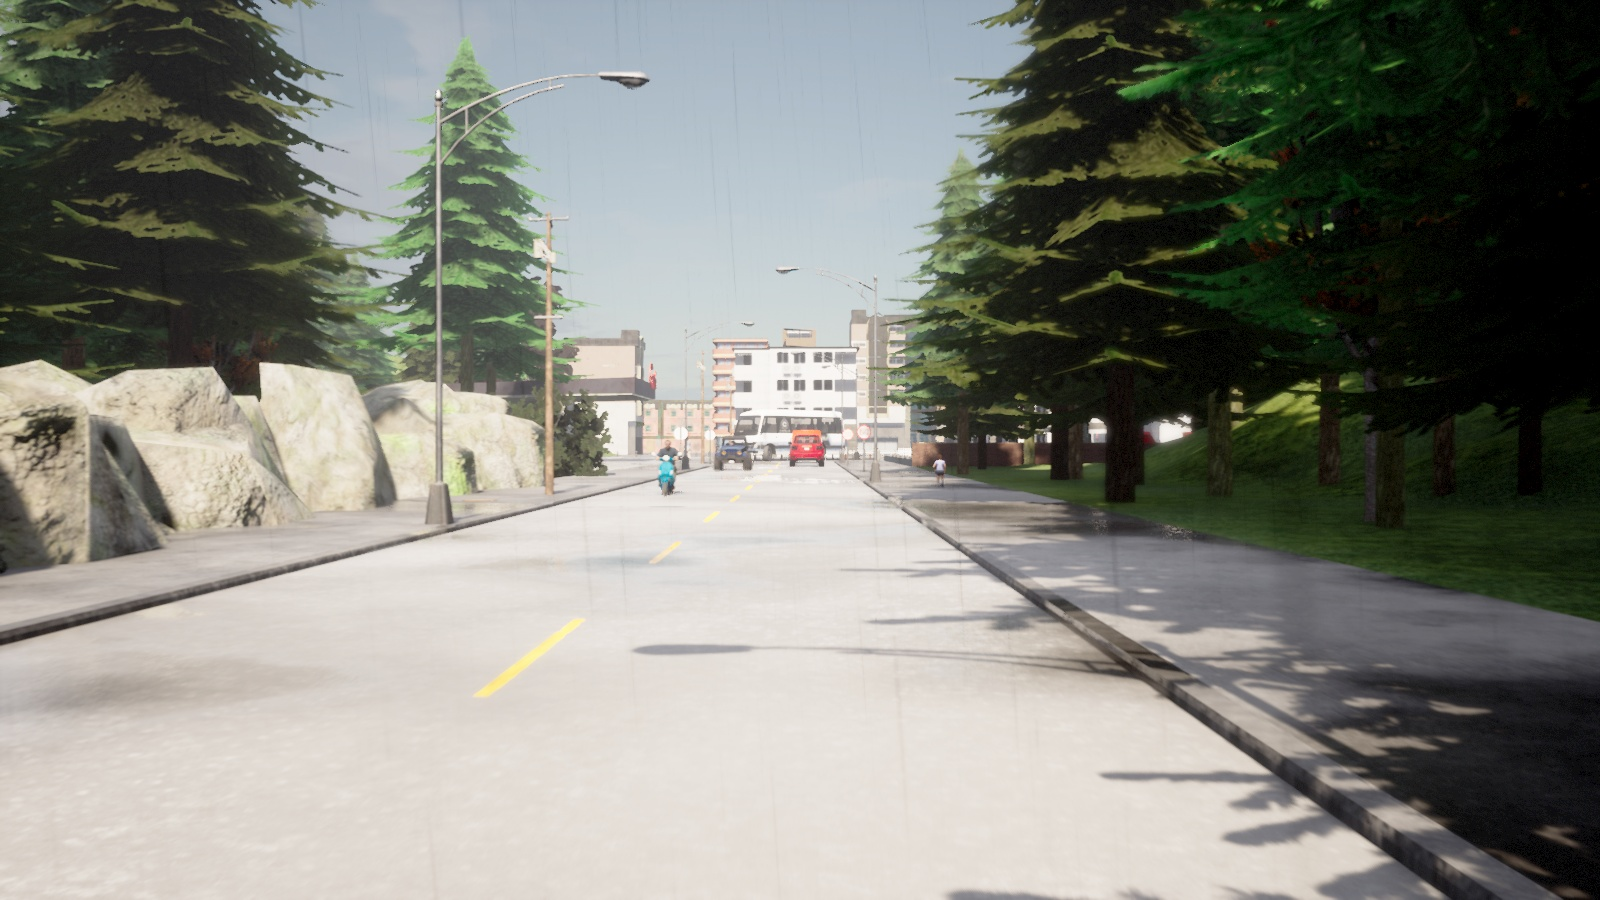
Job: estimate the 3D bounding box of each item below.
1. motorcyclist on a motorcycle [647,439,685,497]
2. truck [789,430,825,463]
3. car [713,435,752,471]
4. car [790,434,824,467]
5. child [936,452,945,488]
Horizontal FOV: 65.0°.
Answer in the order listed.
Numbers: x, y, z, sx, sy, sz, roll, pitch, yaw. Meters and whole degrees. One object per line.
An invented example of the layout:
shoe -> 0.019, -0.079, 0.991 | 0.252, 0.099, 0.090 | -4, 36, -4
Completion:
motorcyclist on a motorcycle -> -3.780, 0.496, 35.587 | 0.866, 1.590, 1.817 | 0, 0, 0
truck -> 0.503, -0.273, 94.660 | 2.627, 2.467, 5.204 | 0, 0, 0
car -> -3.615, 0.157, 67.774 | 1.905, 1.878, 3.866 | 0, 0, 0
car -> 0.441, 0.011, 80.639 | 2.150, 2.045, 5.566 | 0, 0, 0
child -> 4.404, 0.618, 39.324 | 0.255, 1.110, 0.394 | 0, 0, 5
